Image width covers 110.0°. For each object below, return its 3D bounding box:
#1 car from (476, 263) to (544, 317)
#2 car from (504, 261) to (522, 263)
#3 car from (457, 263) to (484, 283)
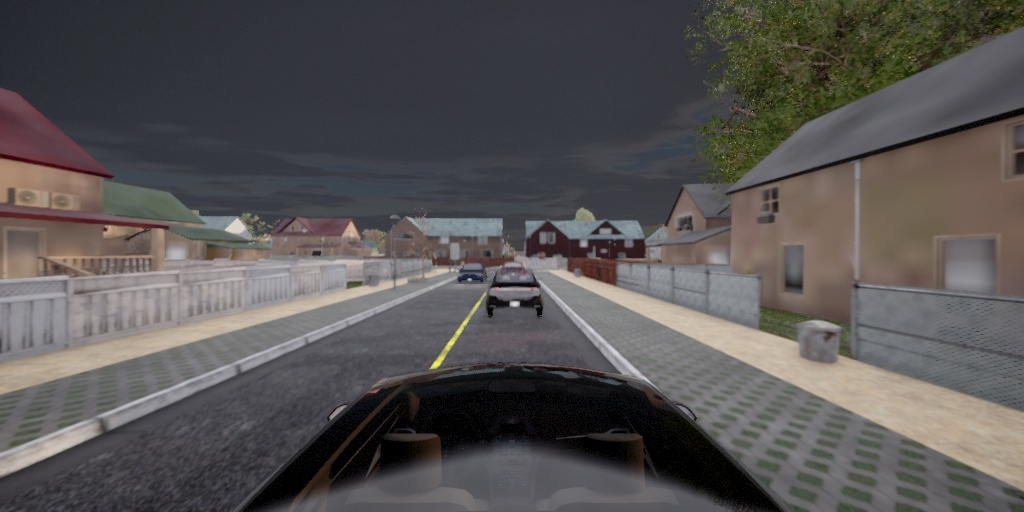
[{"bbox_3d":[0.087,1.197,13.016,2.128,1.511,4.902,0,0,0],"label":"car"},{"bbox_3d":[0.081,1.125,27.430,1.882,1.535,5.008,0,0,0],"label":"car"},{"bbox_3d":[-2.839,1.198,26.688,2.033,1.411,5.357,0,0,0],"label":"car"}]
